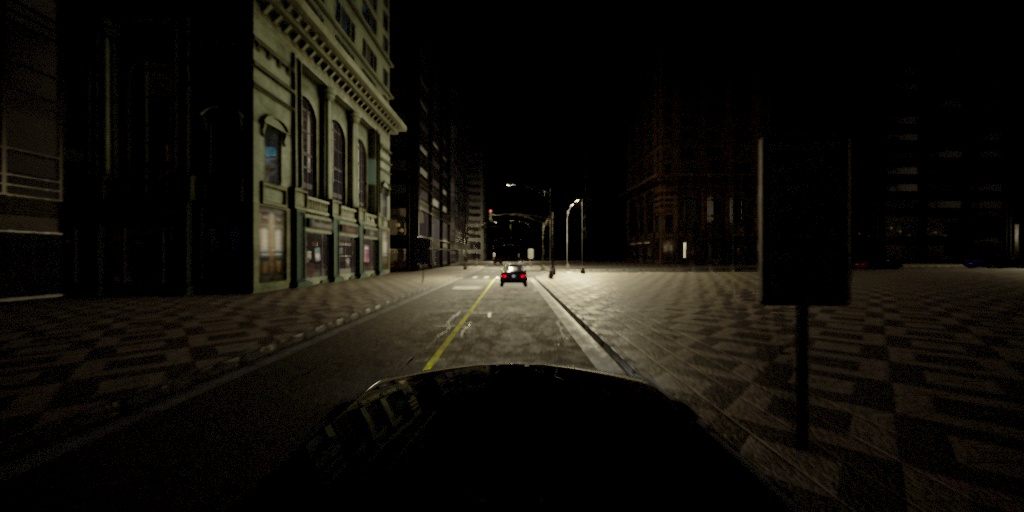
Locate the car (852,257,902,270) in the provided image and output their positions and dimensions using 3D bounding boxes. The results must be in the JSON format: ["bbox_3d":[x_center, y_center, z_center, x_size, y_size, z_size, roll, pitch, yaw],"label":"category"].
[{"bbox_3d":[38.707,0.839,38.154,4.181,1.385,1.994,-1,0,0],"label":"car"}]

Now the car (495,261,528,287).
[{"bbox_3d":[0.105,1.281,24.543,2.033,1.411,5.357,0,0,0],"label":"car"}]

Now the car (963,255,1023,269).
[{"bbox_3d":[51.300,0.637,38.176,5.008,1.535,1.882,-1,0,0],"label":"car"}]
